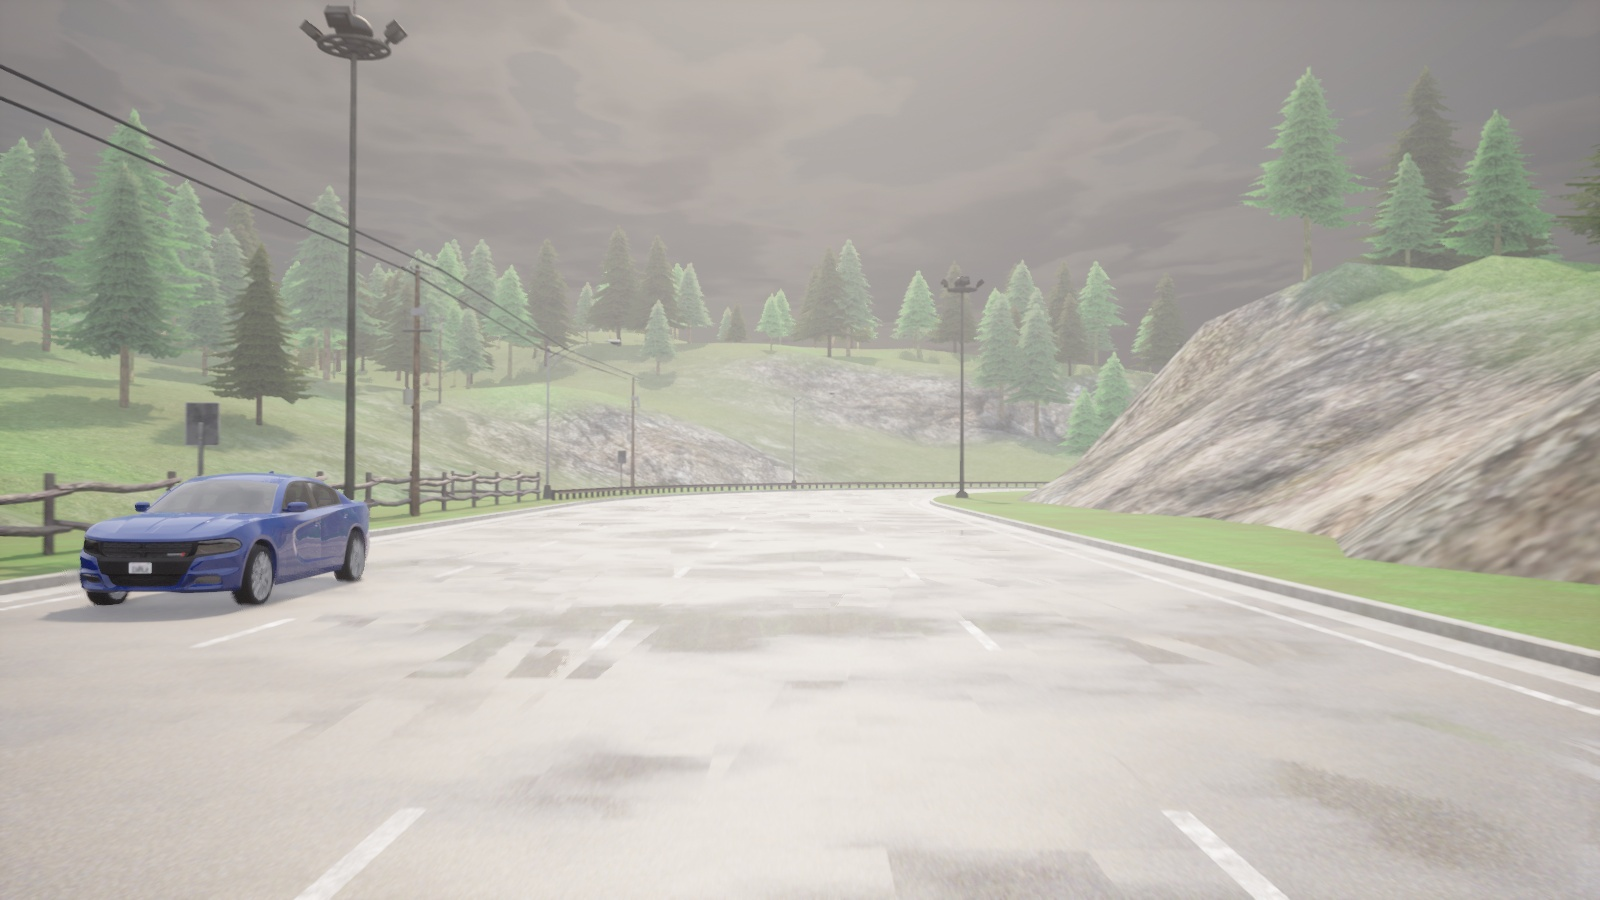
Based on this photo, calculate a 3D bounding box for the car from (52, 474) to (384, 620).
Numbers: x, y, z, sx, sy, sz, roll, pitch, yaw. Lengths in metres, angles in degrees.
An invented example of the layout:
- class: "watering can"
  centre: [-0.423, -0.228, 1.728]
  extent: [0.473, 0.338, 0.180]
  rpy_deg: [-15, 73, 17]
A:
- class: "car"
  centre: [-7.038, 1.086, 15.895]
  extent: [1.882, 1.535, 5.008]
  rpy_deg: [0, -1, 0]
